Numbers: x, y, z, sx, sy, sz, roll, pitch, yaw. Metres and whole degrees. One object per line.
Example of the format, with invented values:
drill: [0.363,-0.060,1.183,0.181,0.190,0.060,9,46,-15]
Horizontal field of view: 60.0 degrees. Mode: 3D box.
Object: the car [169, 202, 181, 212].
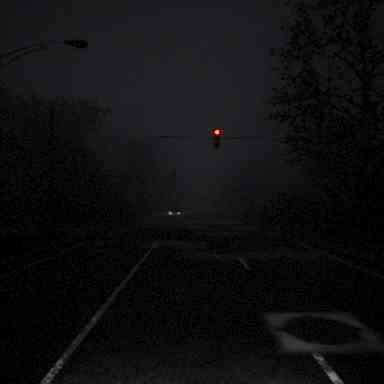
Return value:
car: [-3.415,2.978,67.243,2.150,2.045,5.566,0,0,1]
